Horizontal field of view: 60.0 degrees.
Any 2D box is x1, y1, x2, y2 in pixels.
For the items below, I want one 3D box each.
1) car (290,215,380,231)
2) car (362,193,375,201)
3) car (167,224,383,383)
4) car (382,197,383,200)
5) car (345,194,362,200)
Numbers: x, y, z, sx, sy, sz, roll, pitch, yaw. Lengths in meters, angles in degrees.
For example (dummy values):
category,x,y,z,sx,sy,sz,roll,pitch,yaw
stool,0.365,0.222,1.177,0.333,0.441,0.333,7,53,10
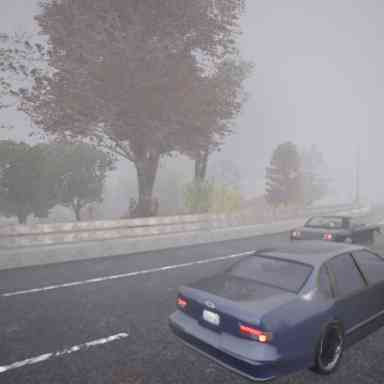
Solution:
category,x,y,z,sx,sy,sz,roll,pitch,yaw
car,6.005,1.609,13.603,4.718,1.301,1.895,0,0,-43
car,43.357,1.357,82.973,2.128,1.511,4.902,0,0,2
car,2.172,1.553,5.602,5.357,1.411,2.033,0,0,-39
car,47.936,1.364,81.102,1.994,1.385,4.181,0,0,18
car,39.870,1.345,83.272,1.837,1.490,4.892,0,0,2
